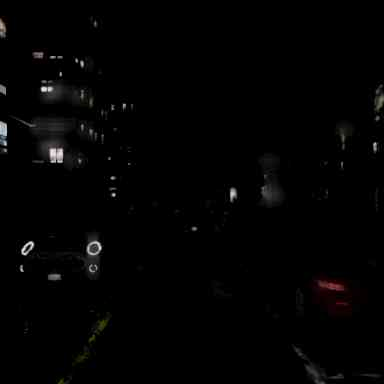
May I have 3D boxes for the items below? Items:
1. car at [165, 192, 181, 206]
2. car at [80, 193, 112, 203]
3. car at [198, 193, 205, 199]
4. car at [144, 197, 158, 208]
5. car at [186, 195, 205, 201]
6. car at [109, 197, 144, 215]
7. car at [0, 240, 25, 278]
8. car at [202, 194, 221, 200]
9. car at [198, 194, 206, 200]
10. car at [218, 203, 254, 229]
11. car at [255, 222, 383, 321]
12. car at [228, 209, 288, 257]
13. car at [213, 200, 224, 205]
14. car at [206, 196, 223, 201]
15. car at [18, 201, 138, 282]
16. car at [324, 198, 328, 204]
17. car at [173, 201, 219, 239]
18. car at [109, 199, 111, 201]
[{"bbox_3d":[-2.992,0.981,52.391,2.150,2.045,5.566,0,0,0],"label":"car"},{"bbox_3d":[-17.264,1.090,59.975,5.009,1.841,2.192,0,0,0],"label":"car"},{"bbox_3d":[2.704,1.217,95.084,1.967,1.590,4.097,0,0,0],"label":"car"},{"bbox_3d":[-5.684,1.391,45.571,1.752,1.417,4.829,0,0,0],"label":"car"},{"bbox_3d":[0.105,1.374,34.511,1.882,1.535,5.008,0,0,0],"label":"car"},{"bbox_3d":[-5.686,1.352,29.122,1.967,1.590,4.097,0,0,0],"label":"car"},{"bbox_3d":[-5.689,1.526,6.965,2.008,1.369,4.403,0,0,0],"label":"car"},{"bbox_3d":[2.697,1.196,40.199,2.192,1.841,5.009,0,0,0],"label":"car"},{"bbox_3d":[2.704,1.224,89.387,1.967,1.590,4.097,0,0,0],"label":"car"},{"bbox_3d":[2.693,1.493,18.041,2.008,1.369,4.403,0,0,0],"label":"car"},{"bbox_3d":[2.692,1.557,6.964,1.802,1.307,4.206,0,0,0],"label":"car"},{"bbox_3d":[2.692,1.523,12.503,1.947,1.339,4.313,0,0,0],"label":"car"},{"bbox_3d":[2.694,1.493,23.580,1.947,1.339,4.313,0,0,0],"label":"car"},{"bbox_3d":[2.696,1.421,34.830,1.752,1.417,4.829,0,0,0],"label":"car"},{"bbox_3d":[-3.099,1.318,9.737,2.097,1.767,4.553,0,0,0],"label":"car"},{"bbox_3d":[26.160,1.495,60.226,4.507,1.381,1.887,0,0,0],"label":"car"},{"bbox_3d":[0.101,1.423,16.852,1.882,1.535,5.008,0,0,0],"label":"car"},{"bbox_3d":[-5.688,1.382,18.042,1.967,1.590,4.097,0,0,0],"label":"car"}]
